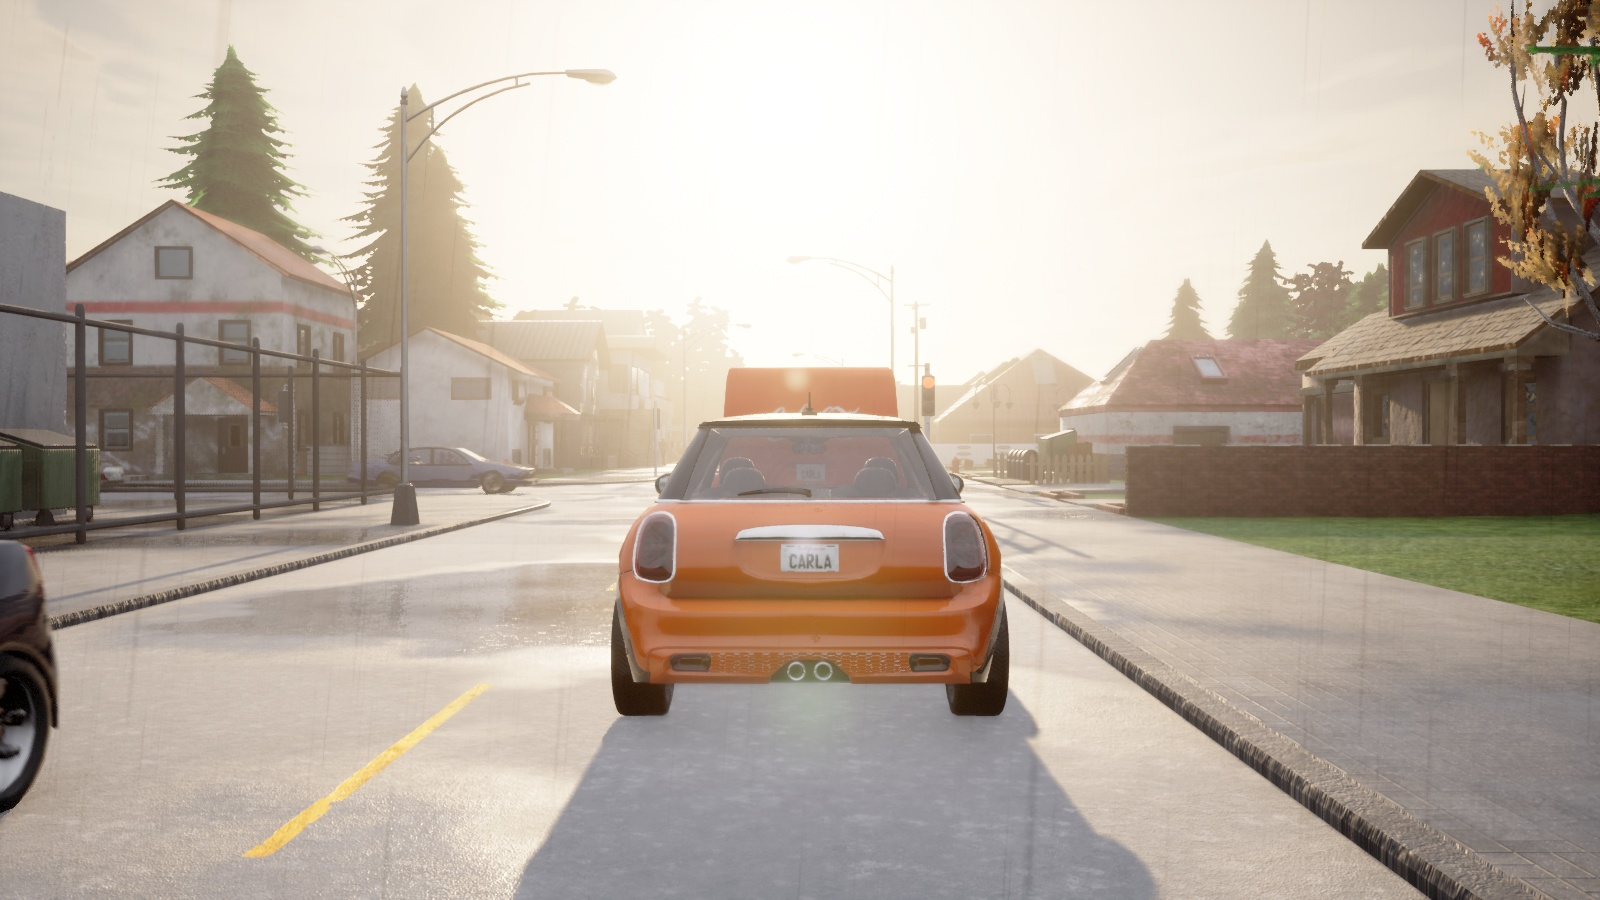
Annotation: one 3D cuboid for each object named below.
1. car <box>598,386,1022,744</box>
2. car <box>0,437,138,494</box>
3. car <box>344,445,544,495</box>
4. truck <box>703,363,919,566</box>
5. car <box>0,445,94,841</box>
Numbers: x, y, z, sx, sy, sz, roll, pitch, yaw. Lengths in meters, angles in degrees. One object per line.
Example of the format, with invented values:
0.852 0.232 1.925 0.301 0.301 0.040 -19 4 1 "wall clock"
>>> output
0.062 0.557 8.482 2.097 1.767 4.553 0 0 0 "car"
-22.589 0.448 37.248 4.856 1.649 2.033 0 0 0 "car"
-10.462 0.576 37.185 5.357 1.411 2.033 0 0 0 "car"
0.125 0.159 17.875 2.627 2.467 5.204 0 0 0 "truck"
-3.966 0.737 3.583 1.845 1.501 3.633 0 0 0 "car"
